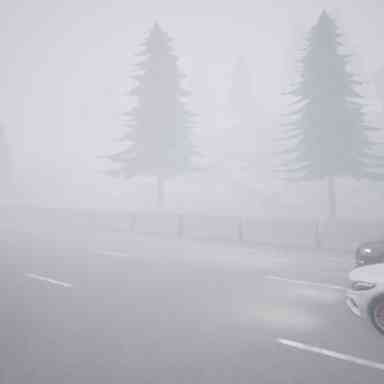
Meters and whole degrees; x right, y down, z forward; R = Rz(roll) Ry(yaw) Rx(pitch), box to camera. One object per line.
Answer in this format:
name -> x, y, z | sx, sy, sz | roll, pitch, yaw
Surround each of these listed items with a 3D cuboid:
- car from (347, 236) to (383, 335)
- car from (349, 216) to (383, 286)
car -> 4.826, 1.514, 4.850 | 4.674, 1.442, 1.812 | 0, 0, 35
car -> 6.597, 1.483, 7.885 | 4.902, 1.511, 2.128 | -1, 0, 35
